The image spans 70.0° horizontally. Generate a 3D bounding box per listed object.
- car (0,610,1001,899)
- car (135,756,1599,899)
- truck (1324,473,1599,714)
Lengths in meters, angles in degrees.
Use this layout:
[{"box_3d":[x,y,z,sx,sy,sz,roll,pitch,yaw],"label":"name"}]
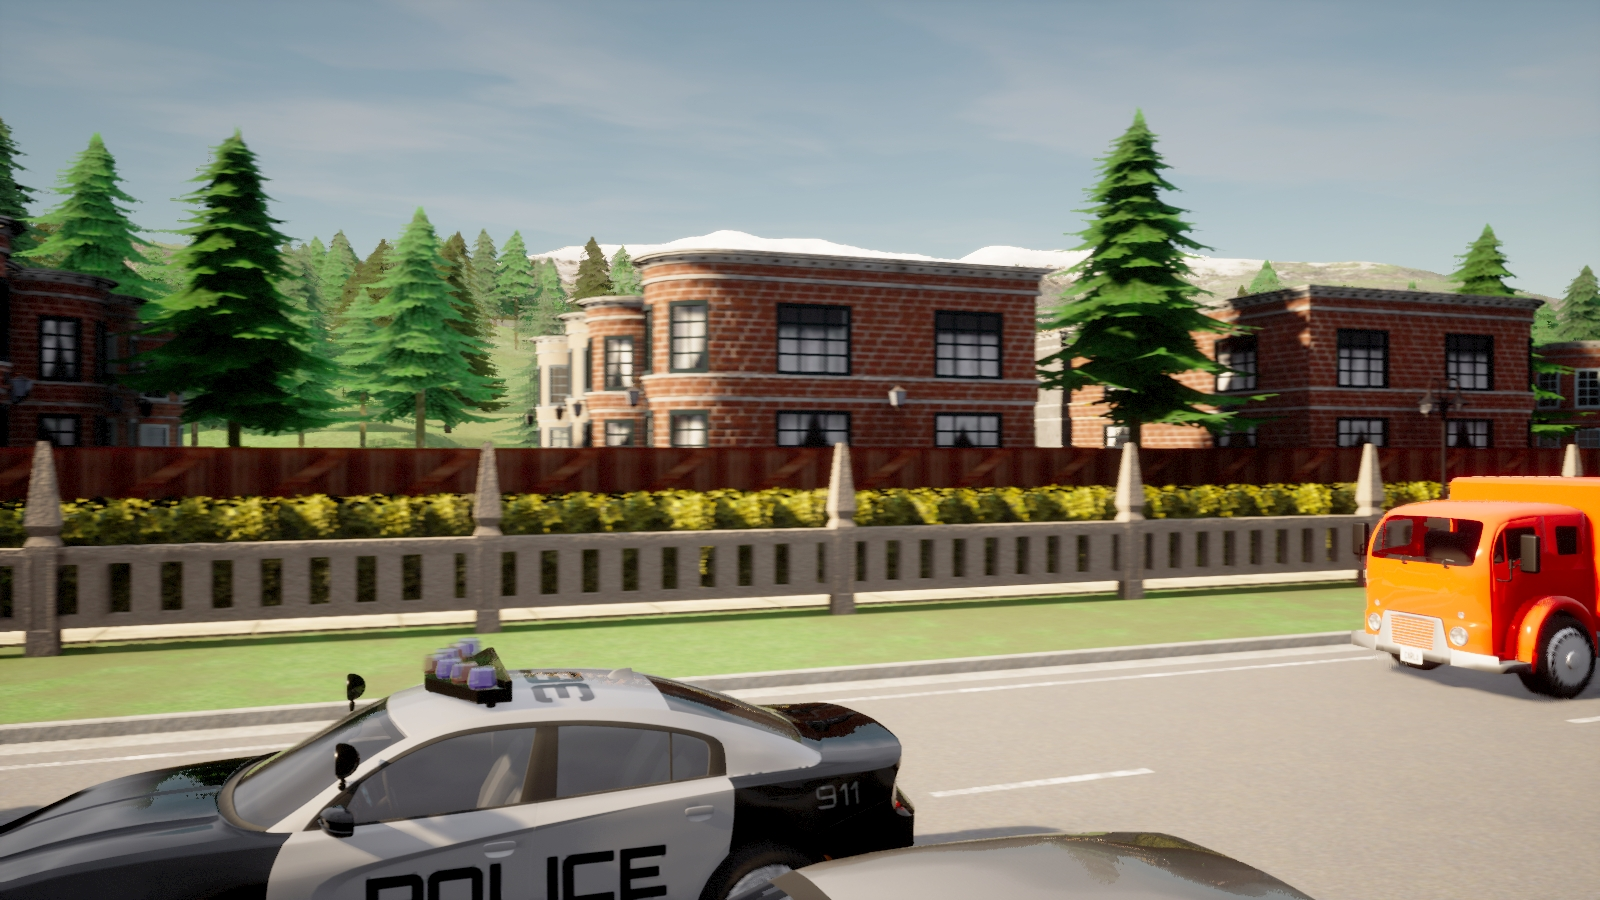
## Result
[{"box_3d":[-1.711,1.982,6.401,5.238,1.638,2.097,0,0,-20],"label":"car"},{"box_3d":[0.260,2.065,3.396,4.193,1.474,1.816,0,0,-20],"label":"car"},{"box_3d":[9.585,1.568,14.237,5.204,2.467,2.627,0,0,-20],"label":"truck"}]
